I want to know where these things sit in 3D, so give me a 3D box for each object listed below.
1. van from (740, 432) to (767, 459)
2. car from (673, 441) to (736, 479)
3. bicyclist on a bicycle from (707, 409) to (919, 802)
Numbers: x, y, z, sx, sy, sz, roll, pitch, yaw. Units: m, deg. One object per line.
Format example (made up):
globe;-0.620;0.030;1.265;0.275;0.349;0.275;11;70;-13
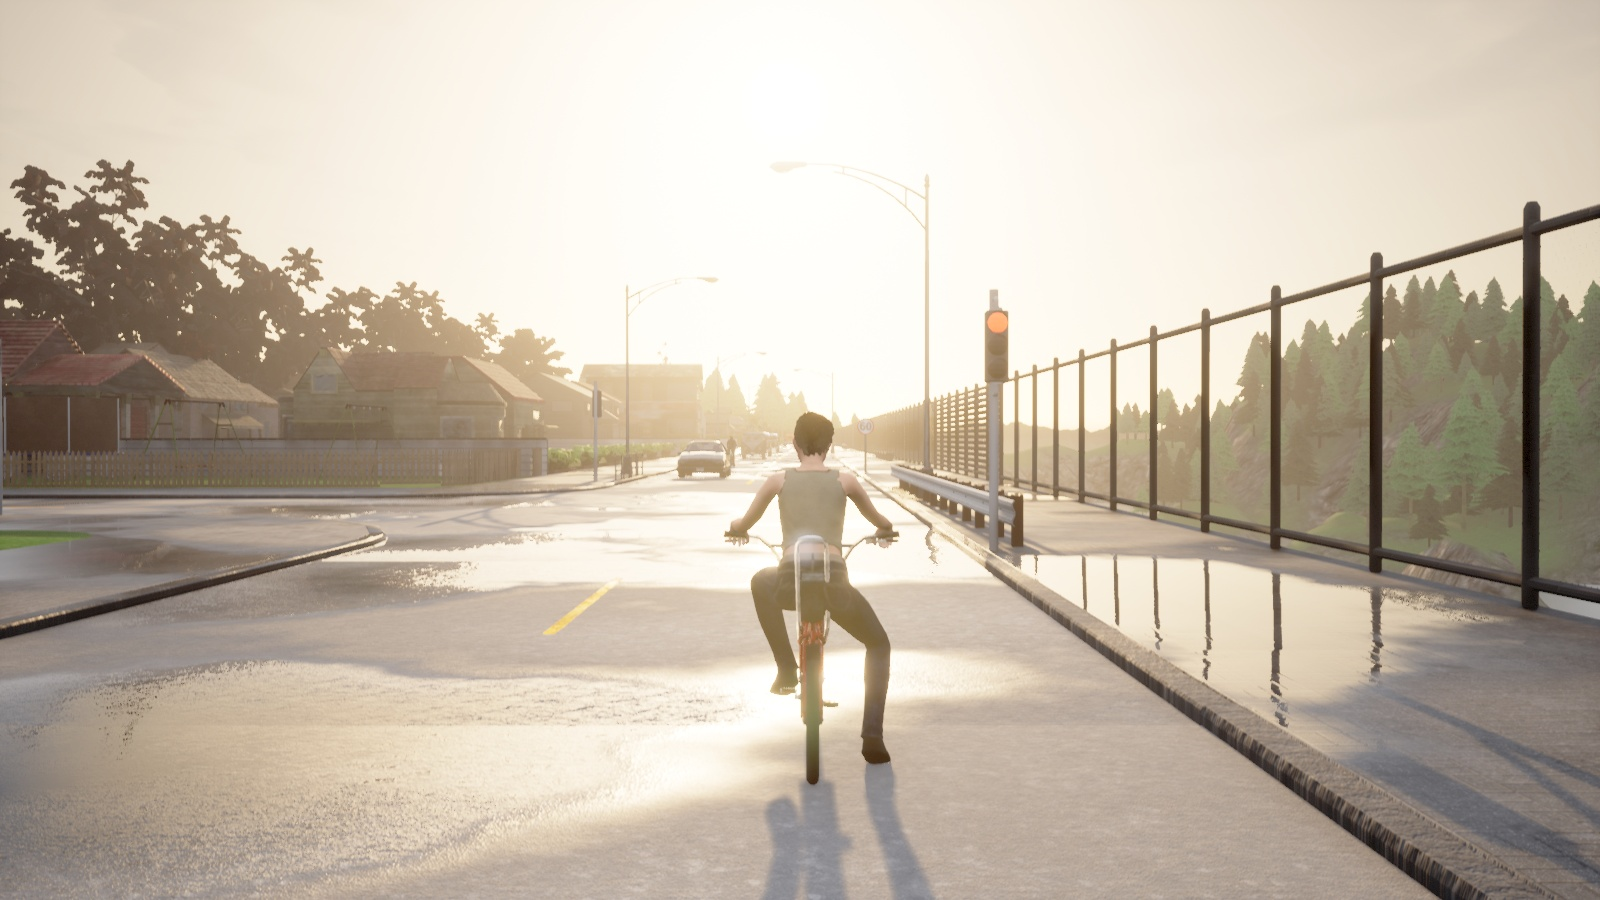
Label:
van;-3.434;-0.326;93.337;1.775;1.987;4.442;0;1;0
car;-3.690;0.357;49.198;2.033;1.411;5.357;0;1;0
bicyclist on a bicycle;0.056;0.630;5.897;0.866;1.612;1.509;0;1;0
